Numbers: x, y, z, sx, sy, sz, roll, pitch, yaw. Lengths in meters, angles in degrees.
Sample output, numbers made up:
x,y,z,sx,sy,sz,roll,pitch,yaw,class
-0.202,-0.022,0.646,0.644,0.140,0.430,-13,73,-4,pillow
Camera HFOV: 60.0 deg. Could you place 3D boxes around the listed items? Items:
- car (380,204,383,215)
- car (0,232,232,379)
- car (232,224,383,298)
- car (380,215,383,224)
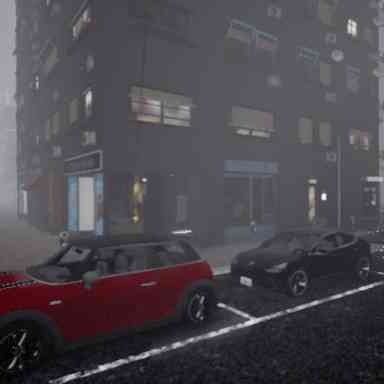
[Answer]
x,y,z,sx,sy,sz,roll,pitch,yaw,class
17.203,1.804,31.667,2.033,1.411,5.357,0,0,-35,car
-1.587,1.458,5.437,4.097,1.590,1.967,1,-1,-35,car
2.982,1.636,8.674,4.313,1.339,1.947,1,-1,-35,car
7.552,1.673,11.915,4.403,1.369,2.008,1,-1,-35,car
